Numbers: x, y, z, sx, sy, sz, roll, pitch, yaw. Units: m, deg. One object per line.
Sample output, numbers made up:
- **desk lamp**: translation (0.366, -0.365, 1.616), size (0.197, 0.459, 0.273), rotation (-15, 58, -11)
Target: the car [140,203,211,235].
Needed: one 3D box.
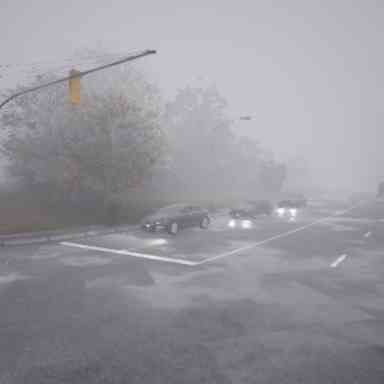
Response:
- **car**: translation (-0.788, 1.391, 18.353), size (1.837, 1.490, 4.892), rotation (0, 1, 35)

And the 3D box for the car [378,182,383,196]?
- **car**: translation (28.545, -0.480, 48.695), size (2.150, 2.045, 5.566), rotation (0, 3, 31)

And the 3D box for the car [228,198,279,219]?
- **car**: translation (4.844, 1.226, 26.548), size (2.033, 1.411, 5.357), rotation (0, 2, 34)

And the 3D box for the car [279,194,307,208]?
- **car**: translation (10.521, 0.867, 34.780), size (1.994, 1.385, 4.181), rotation (0, 3, 35)
